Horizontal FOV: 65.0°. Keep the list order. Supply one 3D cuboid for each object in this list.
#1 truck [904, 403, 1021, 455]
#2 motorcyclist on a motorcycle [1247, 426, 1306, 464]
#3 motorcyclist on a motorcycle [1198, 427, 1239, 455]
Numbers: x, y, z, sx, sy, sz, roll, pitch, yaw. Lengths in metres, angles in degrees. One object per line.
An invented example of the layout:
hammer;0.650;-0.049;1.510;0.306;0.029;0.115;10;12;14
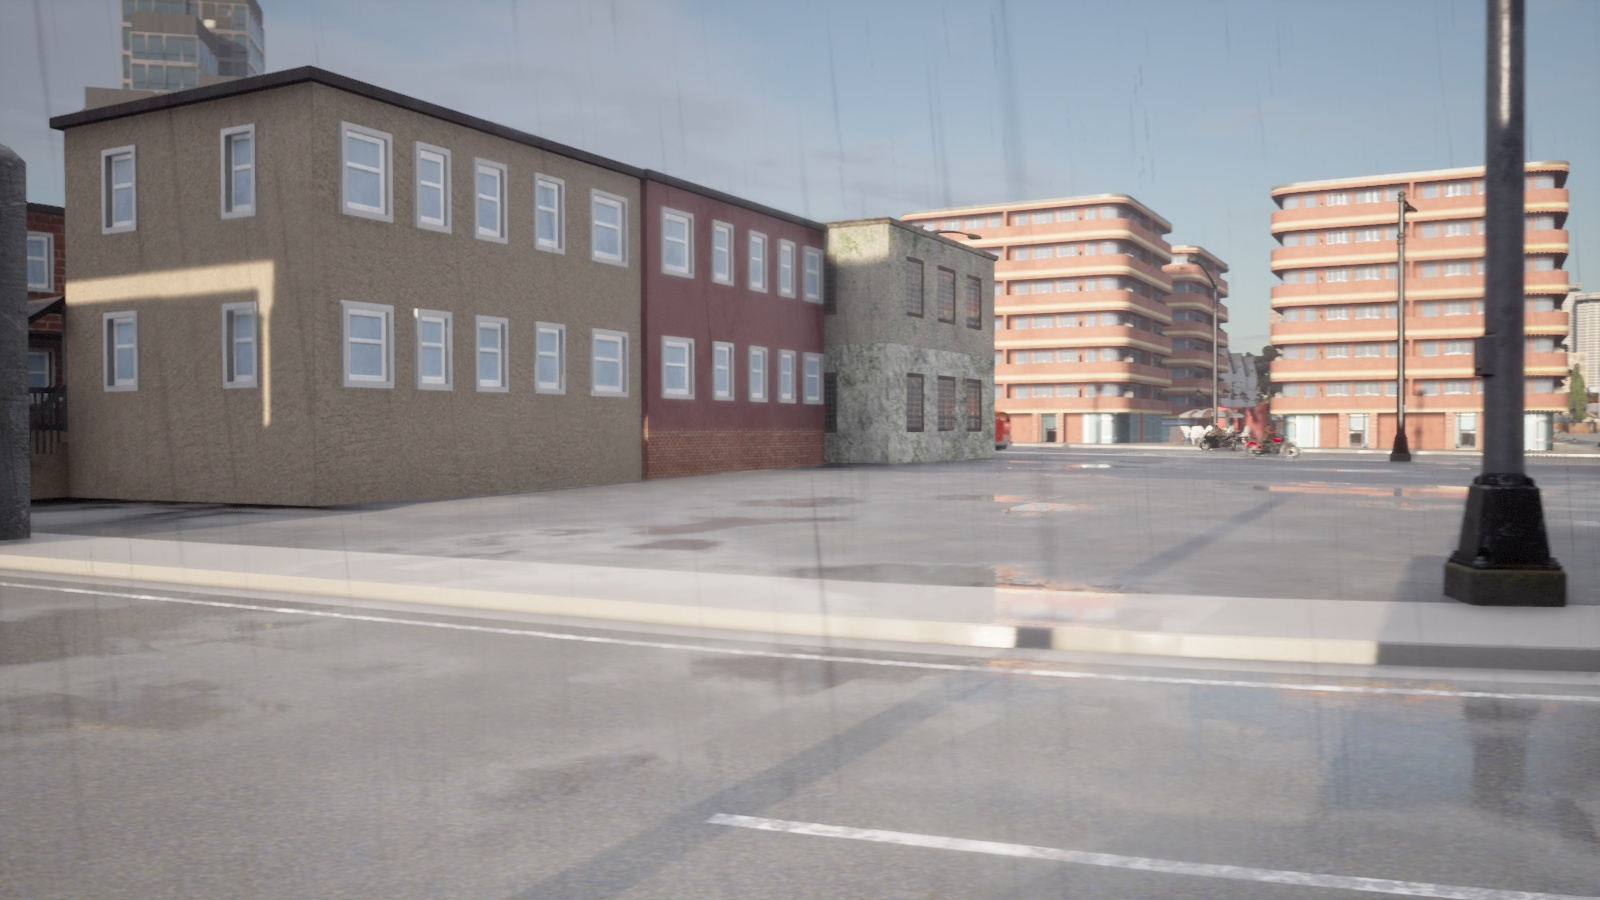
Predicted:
truck;8.211;-1.093;63.500;5.204;2.467;2.627;2;2;28
motorcyclist on a motorcycle;21.399;-0.231;56.422;2.350;1.649;0.766;2;2;28
motorcyclist on a motorcycle;23.691;-0.492;71.082;2.044;1.523;0.797;2;1;28
